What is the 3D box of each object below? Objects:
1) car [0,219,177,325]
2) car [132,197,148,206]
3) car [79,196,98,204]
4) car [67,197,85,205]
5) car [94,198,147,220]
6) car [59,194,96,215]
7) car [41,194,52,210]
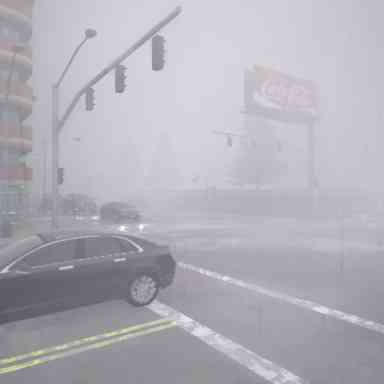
[{"bbox_3d":[-2.607,1.504,6.431,4.892,1.490,1.837,0,0,-35],"label":"car"},{"bbox_3d":[-8.056,1.503,47.485,1.837,1.490,4.892,0,0,-36],"label":"car"},{"bbox_3d":[-19.974,1.477,64.049,1.882,1.535,5.008,0,0,-36],"label":"car"},{"bbox_3d":[-20.554,1.563,58.864,1.994,1.385,4.181,0,0,-36],"label":"car"},{"bbox_3d":[-5.649,1.504,25.824,1.837,1.490,4.892,0,0,-36],"label":"car"},{"bbox_3d":[-11.645,1.221,34.161,2.150,2.045,5.566,0,0,-36],"label":"car"},{"bbox_3d":[-17.801,1.221,42.734,2.150,2.045,5.566,0,0,-35],"label":"car"}]
